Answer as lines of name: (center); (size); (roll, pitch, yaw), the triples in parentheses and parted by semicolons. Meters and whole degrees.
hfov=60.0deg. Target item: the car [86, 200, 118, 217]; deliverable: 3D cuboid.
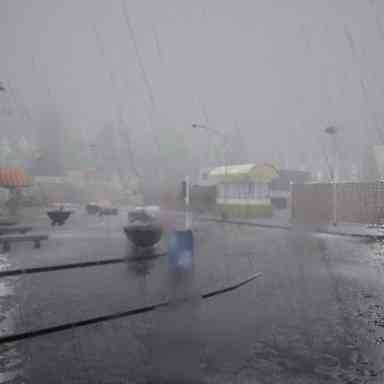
car: (-9.054, 1.630, 33.385); (1.882, 1.535, 5.008); (1, -1, -35)

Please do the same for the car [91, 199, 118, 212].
car: (-11.618, 1.730, 43.986); (1.812, 1.442, 4.674); (1, -1, -39)

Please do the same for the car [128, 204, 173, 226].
car: (-3.244, 1.678, 25.211); (1.812, 1.442, 4.674); (1, -1, -36)
